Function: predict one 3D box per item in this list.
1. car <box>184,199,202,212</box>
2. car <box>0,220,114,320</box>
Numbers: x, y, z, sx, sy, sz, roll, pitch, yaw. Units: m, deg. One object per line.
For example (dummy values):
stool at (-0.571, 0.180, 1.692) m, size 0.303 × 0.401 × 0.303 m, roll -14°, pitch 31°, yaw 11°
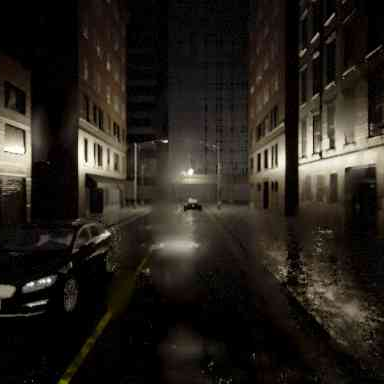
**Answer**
car at (0.095, 1.420, 37.024) m, size 1.994 × 1.385 × 4.181 m, roll 0°, pitch 0°, yaw 0°
car at (-3.101, 1.451, 7.533) m, size 2.128 × 1.511 × 4.902 m, roll 0°, pitch 0°, yaw 0°
